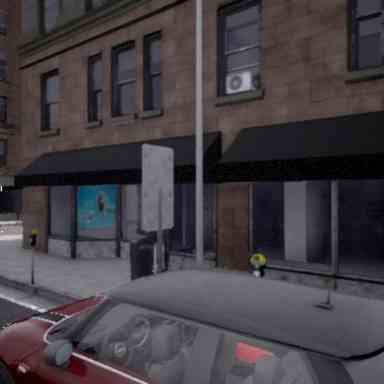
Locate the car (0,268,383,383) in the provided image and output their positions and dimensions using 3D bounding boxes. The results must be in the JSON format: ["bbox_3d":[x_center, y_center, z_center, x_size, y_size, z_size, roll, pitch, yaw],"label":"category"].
[{"bbox_3d":[-0.170,1.445,2.928,4.097,1.590,1.967,0,0,35],"label":"car"}]
